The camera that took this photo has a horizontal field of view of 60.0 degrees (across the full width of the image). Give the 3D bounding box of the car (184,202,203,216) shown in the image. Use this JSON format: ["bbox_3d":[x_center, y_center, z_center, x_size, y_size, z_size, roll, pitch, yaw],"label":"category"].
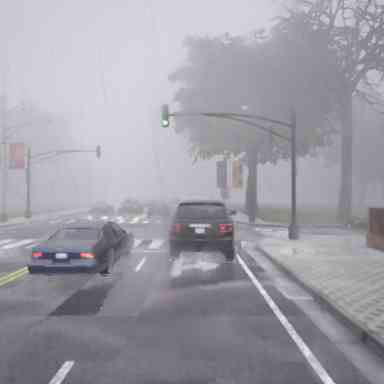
[{"bbox_3d":[0.103,1.780,35.603,1.895,1.301,4.718,0,0,0],"label":"car"}]

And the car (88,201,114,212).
[{"bbox_3d":[-9.840,1.710,36.489,1.812,1.442,4.674,0,0,0],"label":"car"}]

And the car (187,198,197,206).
[{"bbox_3d":[0.006,1.839,64.767,1.812,1.442,4.674,0,0,0],"label":"car"}]

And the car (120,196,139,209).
[{"bbox_3d":[-9.815,1.610,52.179,2.097,1.767,4.553,0,0,0],"label":"car"}]

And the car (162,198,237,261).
[{"bbox_3d":[0.535,1.286,12.802,2.150,2.045,5.566,0,0,6],"label":"car"}]

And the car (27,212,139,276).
[{"bbox_3d":[-3.149,1.600,10.529,2.033,1.411,5.357,0,0,0],"label":"car"}]

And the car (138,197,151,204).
[{"bbox_3d":[-9.746,1.641,68.404,1.994,1.385,4.181,0,0,0],"label":"car"}]

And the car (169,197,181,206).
[{"bbox_3d":[-3.246,1.803,64.133,2.128,1.511,4.902,0,0,0],"label":"car"}]

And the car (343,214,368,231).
[{"bbox_3d":[13.049,1.871,22.198,5.357,1.411,2.033,1,-1,-3],"label":"car"}]

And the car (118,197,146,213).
[{"bbox_3d":[-6.592,1.535,36.094,2.097,1.767,4.553,0,0,0],"label":"car"}]

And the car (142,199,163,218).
[{"bbox_3d":[-3.149,1.710,32.114,2.033,1.411,5.357,0,0,0],"label":"car"}]

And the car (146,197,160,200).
[{"bbox_3d":[-6.572,1.801,51.132,2.033,1.411,5.357,0,0,0],"label":"car"}]
